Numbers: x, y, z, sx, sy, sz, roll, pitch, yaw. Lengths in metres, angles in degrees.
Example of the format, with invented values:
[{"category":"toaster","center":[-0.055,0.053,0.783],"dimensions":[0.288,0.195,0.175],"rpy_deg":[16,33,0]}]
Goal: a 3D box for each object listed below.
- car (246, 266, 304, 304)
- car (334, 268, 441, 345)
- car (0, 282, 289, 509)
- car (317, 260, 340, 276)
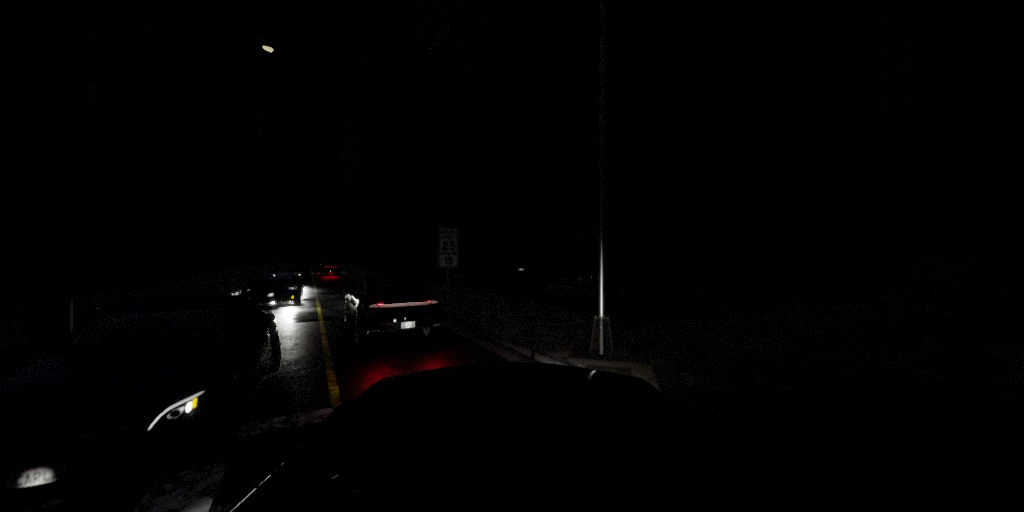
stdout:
[{"category":"car","center":[-10.271,1.317,15.550],"dimensions":[1.994,1.385,4.181],"rpy_deg":[0,0,-29]},{"category":"car","center":[-3.391,1.244,9.691],"dimensions":[2.128,1.511,4.902],"rpy_deg":[0,0,-30]},{"category":"car","center":[-4.304,1.274,4.614],"dimensions":[1.812,1.442,4.674],"rpy_deg":[0,0,-25]},{"category":"car","center":[-19.448,1.268,38.191],"dimensions":[1.837,1.490,4.892],"rpy_deg":[0,0,-29]}]
